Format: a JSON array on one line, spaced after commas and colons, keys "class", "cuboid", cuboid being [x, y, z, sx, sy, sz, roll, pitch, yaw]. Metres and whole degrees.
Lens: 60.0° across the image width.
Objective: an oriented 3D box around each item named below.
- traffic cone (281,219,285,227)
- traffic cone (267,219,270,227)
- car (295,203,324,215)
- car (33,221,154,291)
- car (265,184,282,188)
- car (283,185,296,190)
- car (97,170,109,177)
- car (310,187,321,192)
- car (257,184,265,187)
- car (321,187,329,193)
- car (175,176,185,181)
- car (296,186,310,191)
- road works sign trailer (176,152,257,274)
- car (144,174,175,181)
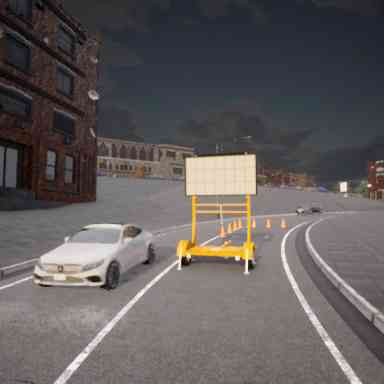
[{"class": "traffic cone", "cuboid": [6.291, 2.133, 22.916, 0.340, 0.580, 0.340, -2, -1, 17]}, {"class": "traffic cone", "cuboid": [5.339, 2.163, 23.209, 0.340, 0.580, 0.340, -2, -1, 17]}, {"class": "car", "cuboid": [14.917, 2.164, 42.161, 4.902, 1.511, 2.128, 1, -4, -44]}, {"class": "car", "cuboid": [-2.435, 1.610, 9.497, 1.812, 1.442, 4.674, -1, -1, 11]}, {"class": "car", "cuboid": [16.973, -1.044, 73.614, 4.792, 1.488, 2.163, 3, -6, -37]}, {"class": "car", "cuboid": [21.332, -0.768, 76.988, 4.674, 1.452, 2.002, 3, -6, -38]}, {"class": "car", "cuboid": [-15.363, -2.782, 52.256, 4.553, 1.767, 2.185, 2, -5, -32]}, {"class": "car", "cuboid": [29.838, -0.356, 84.042, 4.553, 1.767, 2.185, 4, -6, -40]}, {"class": "car", "cuboid": [12.382, -1.467, 70.211, 4.553, 1.767, 2.185, 3, -5, -35]}, {"class": "car", "cuboid": [34.048, -0.147, 87.747, 5.566, 2.045, 2.435, 5, -6, -41]}, {"class": "car", "cuboid": [-1.371, -2.068, 60.900, 4.892, 1.521, 2.231, 3, -5, -32]}, {"class": "car", "cuboid": [25.542, -0.537, 80.396, 4.892, 1.521, 2.231, 4, -6, -39]}, {"class": "road works sign trailer", "cuboid": [0.985, 0.527, 10.954, 2.380, 3.560, 2.880, -1, -1, 18]}, {"class": "car", "cuboid": [-6.059, -2.274, 57.994, 4.892, 1.521, 2.231, 2, -5, -32]}]
